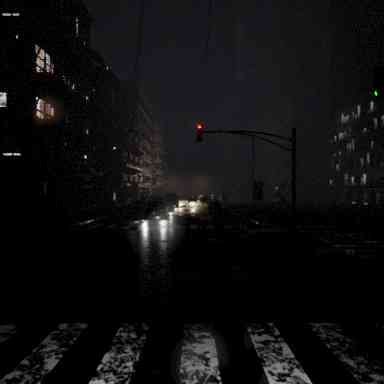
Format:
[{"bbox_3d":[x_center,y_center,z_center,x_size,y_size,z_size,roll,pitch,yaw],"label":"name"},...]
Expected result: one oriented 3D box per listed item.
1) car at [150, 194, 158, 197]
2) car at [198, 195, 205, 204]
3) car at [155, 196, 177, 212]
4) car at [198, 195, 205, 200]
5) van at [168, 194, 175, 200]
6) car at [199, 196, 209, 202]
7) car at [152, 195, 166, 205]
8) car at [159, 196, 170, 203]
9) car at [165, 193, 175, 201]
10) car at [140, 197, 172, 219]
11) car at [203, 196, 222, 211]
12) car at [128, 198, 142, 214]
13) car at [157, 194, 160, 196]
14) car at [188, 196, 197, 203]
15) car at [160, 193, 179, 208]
[{"bbox_3d":[-5.692,1.436,41.034,1.967,1.590,4.097,-1,0,0],"label":"car"},{"bbox_3d":[2.662,1.551,63.685,2.008,1.369,4.403,-1,0,0],"label":"car"},{"bbox_3d":[-3.086,1.521,39.109,1.812,1.442,4.674,0,0,0],"label":"car"},{"bbox_3d":[2.669,1.535,92.101,1.752,1.417,4.829,-1,0,0],"label":"car"},{"bbox_3d":[-5.681,1.350,91.874,1.690,1.788,3.998,-1,0,0],"label":"van"},{"bbox_3d":[2.665,1.548,74.984,1.887,1.381,4.507,-1,0,0],"label":"car"},{"bbox_3d":[-5.688,1.439,57.981,1.967,1.590,4.097,-1,0,0],"label":"car"},{"bbox_3d":[-5.683,1.584,69.279,1.802,1.307,4.206,-1,0,0],"label":"car"},{"bbox_3d":[-5.683,1.322,86.226,2.192,1.841,5.009,-1,0,0],"label":"car"},{"bbox_3d":[-3.092,1.501,29.354,1.837,1.490,4.892,0,0,0],"label":"car"},{"bbox_3d":[2.656,1.540,41.090,1.887,1.381,4.507,-1,0,0],"label":"car"},{"bbox_3d":[-5.692,1.540,35.385,1.887,1.381,4.507,-1,0,0],"label":"car"},{"bbox_3d":[-5.691,1.312,52.333,2.192,1.841,5.009,-1,0,0],"label":"car"},{"bbox_3d":[0.120,1.549,69.808,2.033,1.411,5.357,0,0,0],"label":"car"},{"bbox_3d":[-3.078,1.218,49.456,2.150,2.045,5.566,0,0,0],"label":"car"}]
